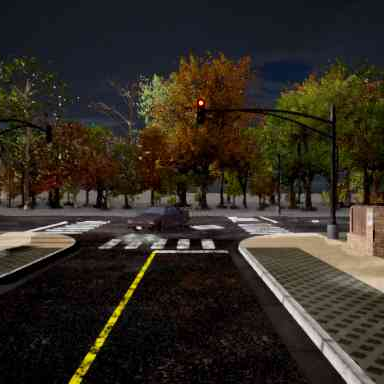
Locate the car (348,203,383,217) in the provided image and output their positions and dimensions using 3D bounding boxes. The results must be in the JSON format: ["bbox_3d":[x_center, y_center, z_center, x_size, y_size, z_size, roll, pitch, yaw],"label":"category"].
[{"bbox_3d":[14.853,1.587,26.340,4.674,1.442,1.812,0,0,0],"label":"car"}]

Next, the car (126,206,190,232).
[{"bbox_3d":[-1.865,1.547,20.385,2.033,1.411,5.357,0,0,22],"label":"car"}]
